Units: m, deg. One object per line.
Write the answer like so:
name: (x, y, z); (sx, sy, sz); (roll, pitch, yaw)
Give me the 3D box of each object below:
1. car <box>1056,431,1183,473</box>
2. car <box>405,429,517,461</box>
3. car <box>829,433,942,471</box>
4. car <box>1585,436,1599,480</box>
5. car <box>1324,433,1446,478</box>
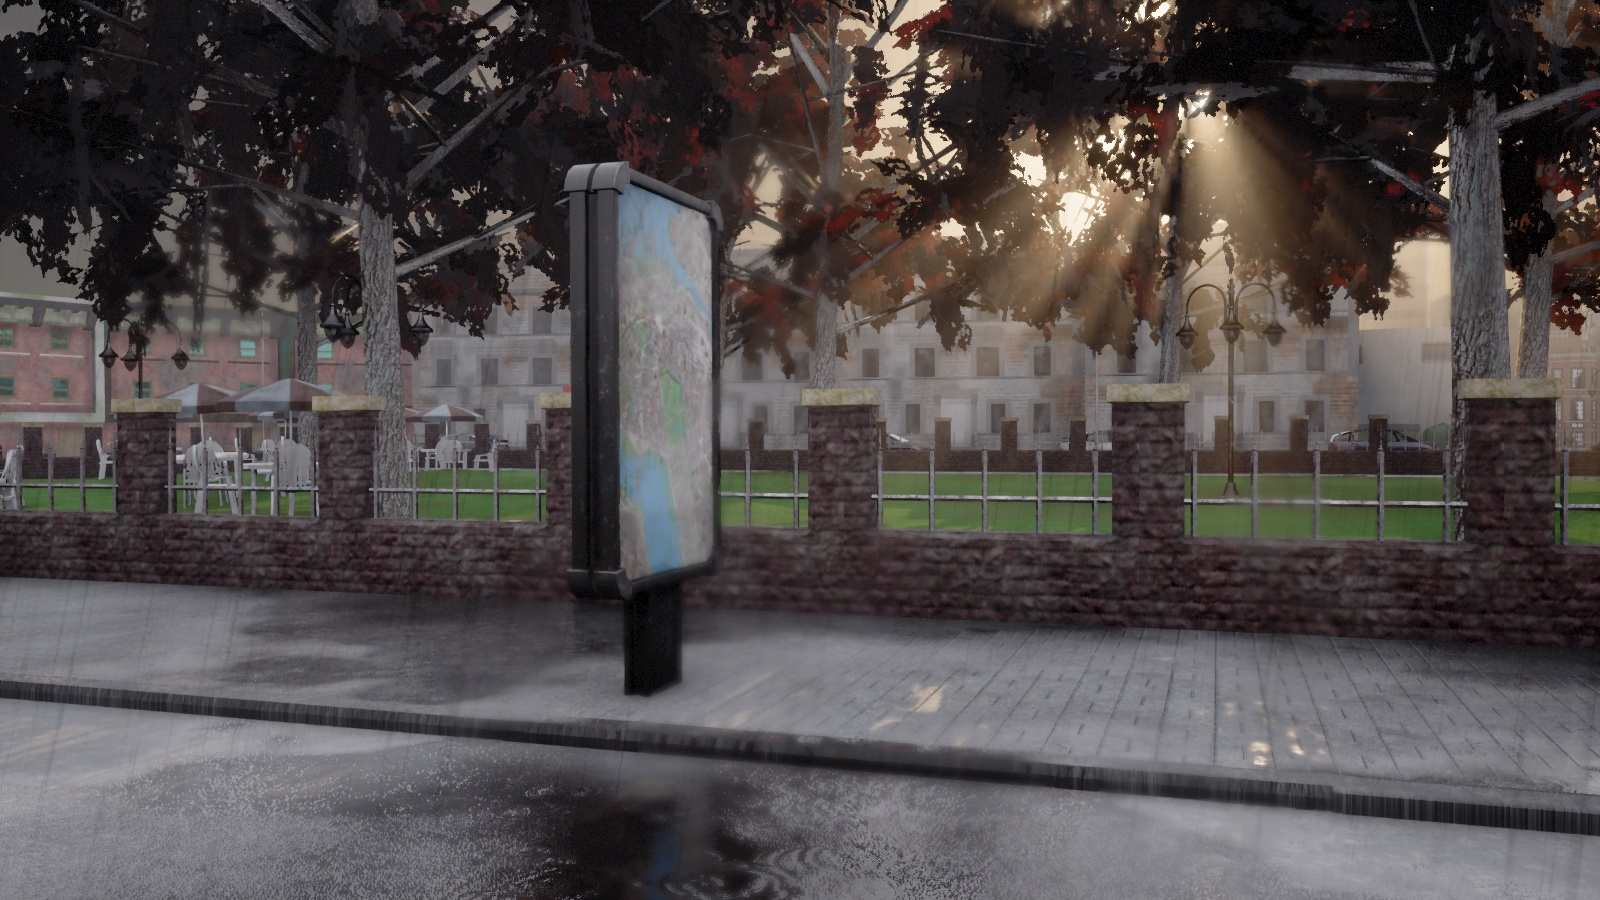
car: (12.073, 0.060, 47.409); (4.514, 1.525, 2.007); (1, 1, 18)
car: (-16.470, -0.257, 61.082); (4.902, 1.511, 2.128); (0, 1, 18)
car: (3.440, 0.048, 50.274); (4.193, 1.474, 1.816); (1, 1, 18)
car: (28.829, 0.278, 41.844); (4.193, 1.474, 1.816); (1, 1, 18)
car: (20.685, 0.169, 44.551); (3.705, 1.549, 1.789); (0, 1, 18)
